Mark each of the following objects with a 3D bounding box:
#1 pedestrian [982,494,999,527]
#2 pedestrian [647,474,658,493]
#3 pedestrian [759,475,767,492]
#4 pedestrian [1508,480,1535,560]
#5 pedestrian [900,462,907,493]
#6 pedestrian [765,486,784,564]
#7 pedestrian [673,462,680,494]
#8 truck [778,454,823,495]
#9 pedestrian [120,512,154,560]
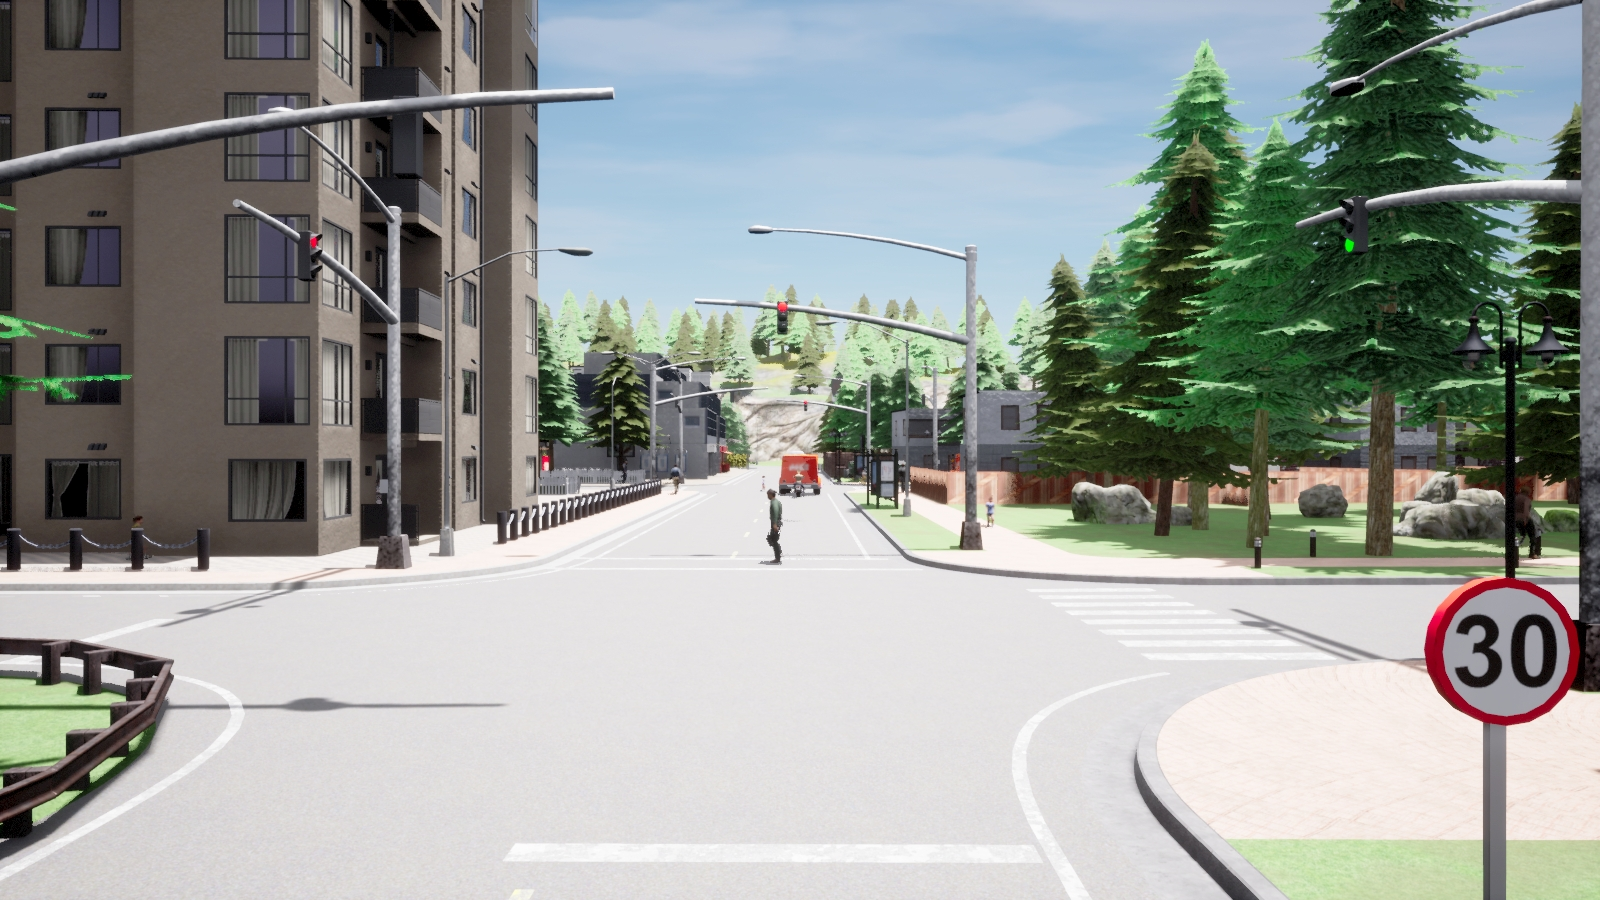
[{"bbox_3d":[6.402,2.035,38.446,0.500,1.100,0.500,0,0,-1],"label":"pedestrian"},{"bbox_3d":[-8.807,2.021,68.417,0.500,1.100,0.500,0,0,15],"label":"pedestrian"},{"bbox_3d":[-2.418,2.166,74.916,0.500,1.100,0.500,0,0,-3],"label":"pedestrian"},{"bbox_3d":[17.089,1.647,27.067,0.375,1.860,0.375,0,0,-8],"label":"pedestrian"},{"bbox_3d":[6.133,1.637,67.753,0.375,1.860,0.375,0,0,-3],"label":"pedestrian"},{"bbox_3d":[-0.613,1.812,27.806,0.375,1.860,0.375,0,0,15],"label":"pedestrian"},{"bbox_3d":[-7.263,1.637,67.094,0.375,1.860,0.375,0,0,1],"label":"pedestrian"},{"bbox_3d":[0.071,1.506,71.518,2.627,2.467,5.204,0,0,3],"label":"truck"},{"bbox_3d":[-15.750,2.040,27.140,0.500,1.100,0.500,0,0,2],"label":"pedestrian"}]
